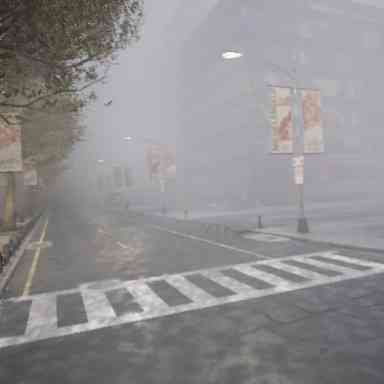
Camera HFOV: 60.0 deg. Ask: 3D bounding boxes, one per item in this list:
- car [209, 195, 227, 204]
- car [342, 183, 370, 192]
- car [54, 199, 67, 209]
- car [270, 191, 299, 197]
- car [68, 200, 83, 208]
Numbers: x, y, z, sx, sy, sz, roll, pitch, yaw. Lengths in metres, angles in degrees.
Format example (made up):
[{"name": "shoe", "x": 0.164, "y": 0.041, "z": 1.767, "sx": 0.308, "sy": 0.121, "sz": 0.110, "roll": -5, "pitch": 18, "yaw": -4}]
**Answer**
[{"name": "car", "x": 4.103, "y": 1.190, "z": 52.367, "sx": 2.161, "sy": 1.482, "sz": 4.786, "roll": -3, "pitch": 0, "yaw": -23}, {"name": "car", "x": 31.658, "y": -0.634, "z": 64.352, "sx": 2.435, "sy": 2.045, "sz": 5.566, "roll": -3, "pitch": 0, "yaw": -23}, {"name": "car", "x": -29.984, "y": 2.904, "z": 74.982, "sx": 2.097, "sy": 1.767, "sz": 4.553, "roll": -3, "pitch": 0, "yaw": -23}, {"name": "car", "x": 12.588, "y": 0.656, "z": 42.699, "sx": 2.002, "sy": 1.452, "sz": 4.674, "roll": -3, "pitch": 0, "yaw": -23}, {"name": "car", "x": -26.767, "y": 2.976, "z": 76.383, "sx": 1.895, "sy": 1.301, "sz": 4.718, "roll": -3, "pitch": 0, "yaw": -23}]
